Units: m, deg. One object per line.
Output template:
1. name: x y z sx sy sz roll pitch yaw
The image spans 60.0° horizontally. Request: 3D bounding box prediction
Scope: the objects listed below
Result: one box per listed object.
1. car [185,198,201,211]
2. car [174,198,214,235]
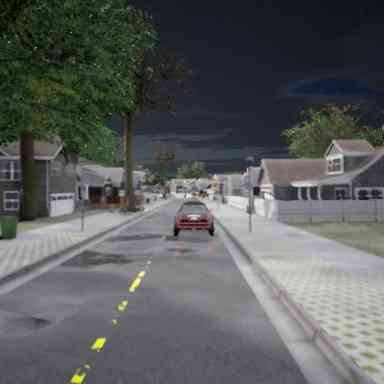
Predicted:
1. car: 0.112 1.486 41.306 1.837 1.490 4.892 0 0 0
2. car: 0.105 1.346 18.931 2.097 1.767 4.553 0 0 0
